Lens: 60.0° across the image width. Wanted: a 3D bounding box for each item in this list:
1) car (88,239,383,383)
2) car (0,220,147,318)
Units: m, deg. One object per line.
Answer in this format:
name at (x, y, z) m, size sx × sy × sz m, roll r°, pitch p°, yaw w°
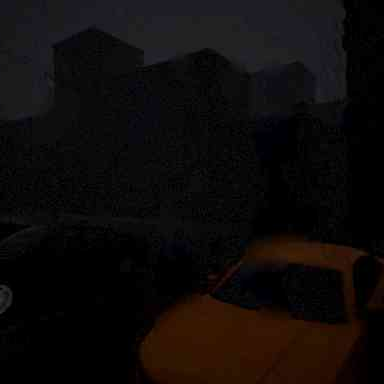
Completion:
car at (1.416, 1.479, 4.352) m, size 2.097 × 1.535 × 5.008 m, roll 0°, pitch 0°, yaw 35°
car at (-3.200, 1.471, 7.653) m, size 2.097 × 1.535 × 5.008 m, roll 0°, pitch 0°, yaw 36°
